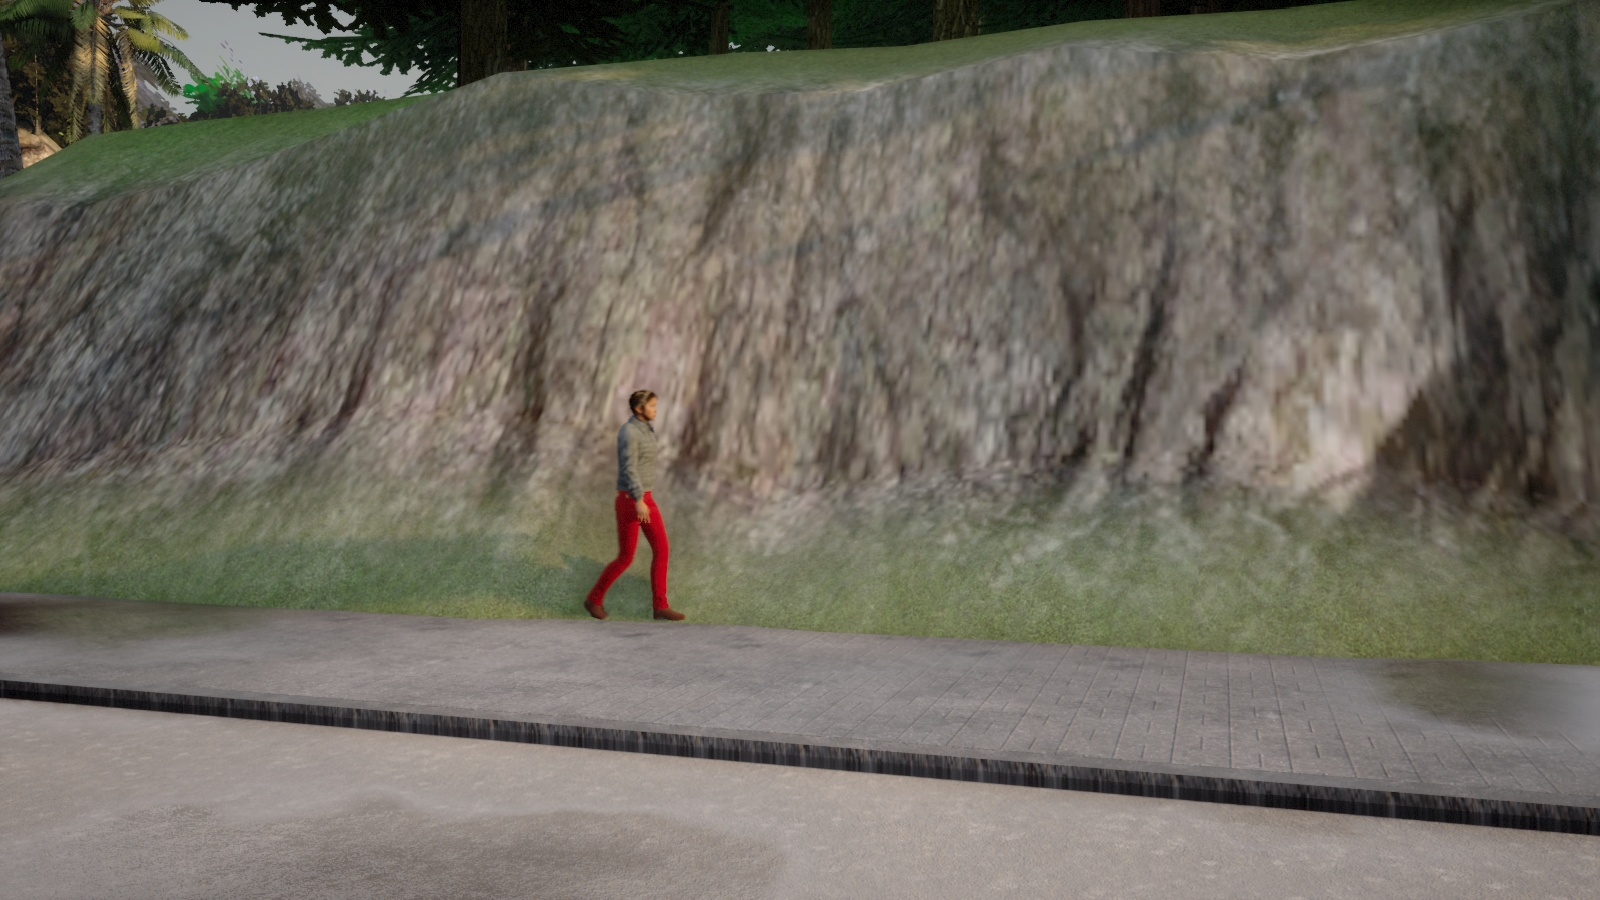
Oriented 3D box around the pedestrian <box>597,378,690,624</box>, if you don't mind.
[{"bbox_3d":[-1.204,0.377,9.677,0.614,1.847,0.353,1,1,19],"label":"pedestrian"}]
